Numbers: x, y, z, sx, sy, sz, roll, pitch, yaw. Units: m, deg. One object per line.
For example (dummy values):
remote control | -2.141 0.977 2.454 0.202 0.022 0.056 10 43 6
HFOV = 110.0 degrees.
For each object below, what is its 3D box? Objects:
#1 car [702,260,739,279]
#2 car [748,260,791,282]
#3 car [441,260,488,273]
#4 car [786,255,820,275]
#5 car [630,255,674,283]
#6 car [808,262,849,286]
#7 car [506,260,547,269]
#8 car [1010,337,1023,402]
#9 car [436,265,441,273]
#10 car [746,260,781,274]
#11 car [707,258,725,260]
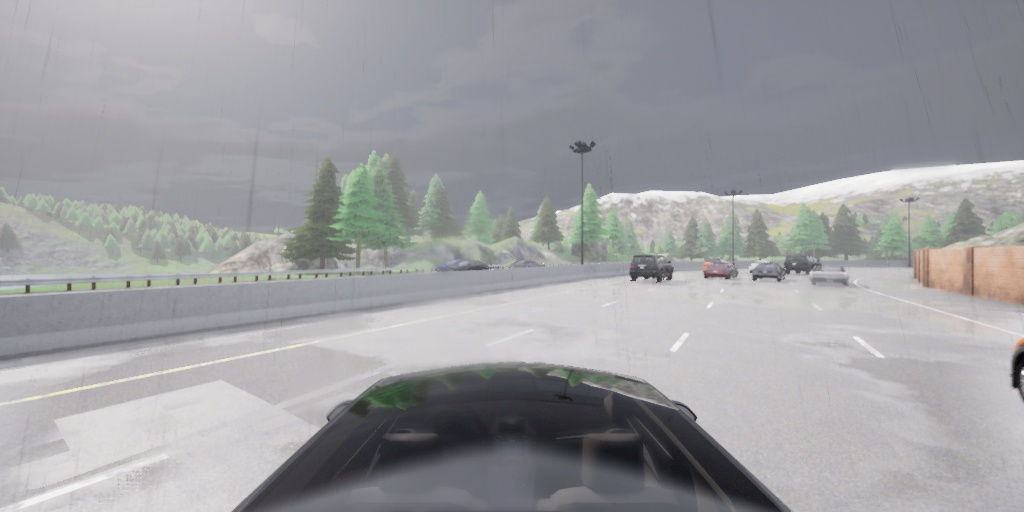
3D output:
car | 18.306 1.273 31.344 1.994 1.385 4.181 0 0 42
car | 20.751 1.262 28.897 2.033 1.411 5.357 0 0 42
car | -4.485 1.179 36.580 1.882 1.535 5.008 0 0 36
car | 30.832 0.925 37.972 5.566 2.045 2.150 0 0 -36
car | 10.930 0.936 27.923 2.150 2.045 5.566 0 0 36
car | 22.108 1.321 25.064 1.895 1.301 4.718 0 0 39
car | 1.718 1.270 33.232 1.994 1.385 4.181 0 0 36
car | 6.647 1.100 2.782 2.097 1.767 4.553 0 0 34
car | -6.277 1.174 40.042 1.882 1.535 5.008 0 0 37
car | 28.415 1.225 40.450 4.674 1.442 1.812 0 0 -37
car | 23.651 1.051 41.174 4.553 1.767 2.097 0 0 -42
